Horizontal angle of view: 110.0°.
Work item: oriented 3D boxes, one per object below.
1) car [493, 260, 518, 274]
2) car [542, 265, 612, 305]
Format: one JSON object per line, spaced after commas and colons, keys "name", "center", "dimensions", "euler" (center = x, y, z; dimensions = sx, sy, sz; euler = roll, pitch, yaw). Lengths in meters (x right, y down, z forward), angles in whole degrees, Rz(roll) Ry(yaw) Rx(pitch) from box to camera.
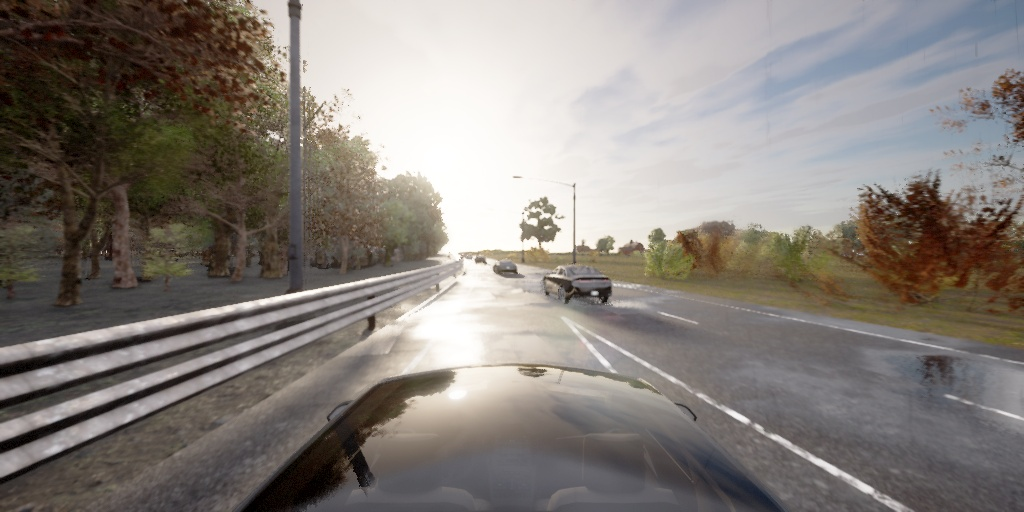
{"name": "car", "center": [-0.710, 1.035, 35.319], "dimensions": [1.994, 1.385, 4.181], "euler": [0, 1, -10]}
{"name": "car", "center": [2.645, 1.140, 15.622], "dimensions": [2.128, 1.511, 4.902], "euler": [0, 0, -10]}
